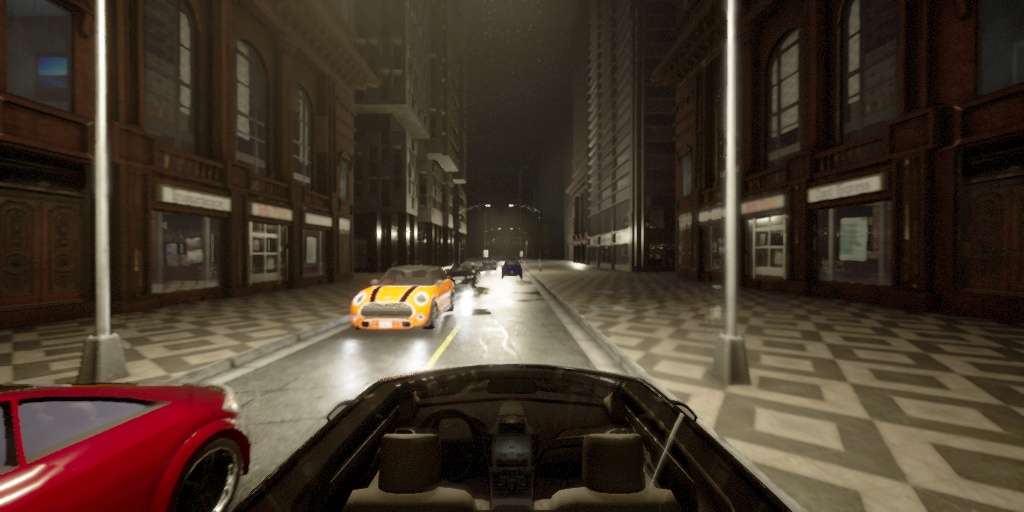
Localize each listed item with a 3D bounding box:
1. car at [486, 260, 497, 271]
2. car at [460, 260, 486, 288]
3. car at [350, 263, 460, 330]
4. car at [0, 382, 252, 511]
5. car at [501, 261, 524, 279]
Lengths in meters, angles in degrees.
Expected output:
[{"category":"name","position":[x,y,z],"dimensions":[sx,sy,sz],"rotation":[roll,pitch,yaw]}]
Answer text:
[{"category":"car","position":[-3.007,1.257,47.535],"dimensions":[1.994,1.385,4.181],"rotation":[0,0,0]},{"category":"car","position":[-3.089,1.198,23.349],"dimensions":[2.128,1.511,4.902],"rotation":[0,0,0]},{"category":"car","position":[-3.093,1.083,11.034],"dimensions":[2.097,1.767,4.553],"rotation":[0,0,0]},{"category":"car","position":[-3.090,1.314,1.151],"dimensions":[1.994,1.385,4.181],"rotation":[0,0,0]},{"category":"car","position":[0.007,1.170,32.172],"dimensions":[1.882,1.535,5.008],"rotation":[0,0,0]}]
